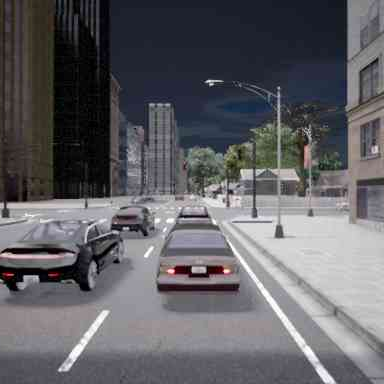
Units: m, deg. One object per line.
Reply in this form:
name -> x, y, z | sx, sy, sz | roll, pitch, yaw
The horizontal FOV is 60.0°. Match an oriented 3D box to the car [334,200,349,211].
car -> 19.913, 1.565, 40.767 | 4.674, 1.442, 1.812 | 0, -1, 0

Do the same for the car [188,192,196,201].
car -> 0.078, 1.489, 84.041 | 1.812, 1.442, 4.674 | 0, 0, 0

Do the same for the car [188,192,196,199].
car -> 0.087, 1.034, 94.076 | 2.150, 2.045, 5.566 | 0, 0, 0

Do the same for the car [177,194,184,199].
car -> -3.163, 1.287, 94.048 | 1.882, 1.535, 5.008 | 0, 0, 0

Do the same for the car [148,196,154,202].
car -> -9.680, 1.569, 75.243 | 1.895, 1.301, 4.718 | 0, 0, 0

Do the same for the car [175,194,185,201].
car -> -3.172, 1.320, 84.014 | 2.097, 1.767, 4.553 | 0, 0, 0

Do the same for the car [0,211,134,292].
car -> -3.143, 1.490, 8.947 | 2.128, 1.511, 4.902 | 0, 0, 0

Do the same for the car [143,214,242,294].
car -> 0.099, 1.543, 8.874 | 2.033, 1.411, 5.357 | 0, 0, -1

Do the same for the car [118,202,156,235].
car -> -3.133, 1.499, 18.207 | 1.837, 1.490, 4.892 | 0, 0, 0

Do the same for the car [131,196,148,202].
car -> -9.758, 1.471, 60.087 | 2.128, 1.511, 4.902 | 0, 0, 0

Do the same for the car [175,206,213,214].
car -> 0.115, 1.486, 17.928 | 2.128, 1.511, 4.902 | 0, 0, 0
